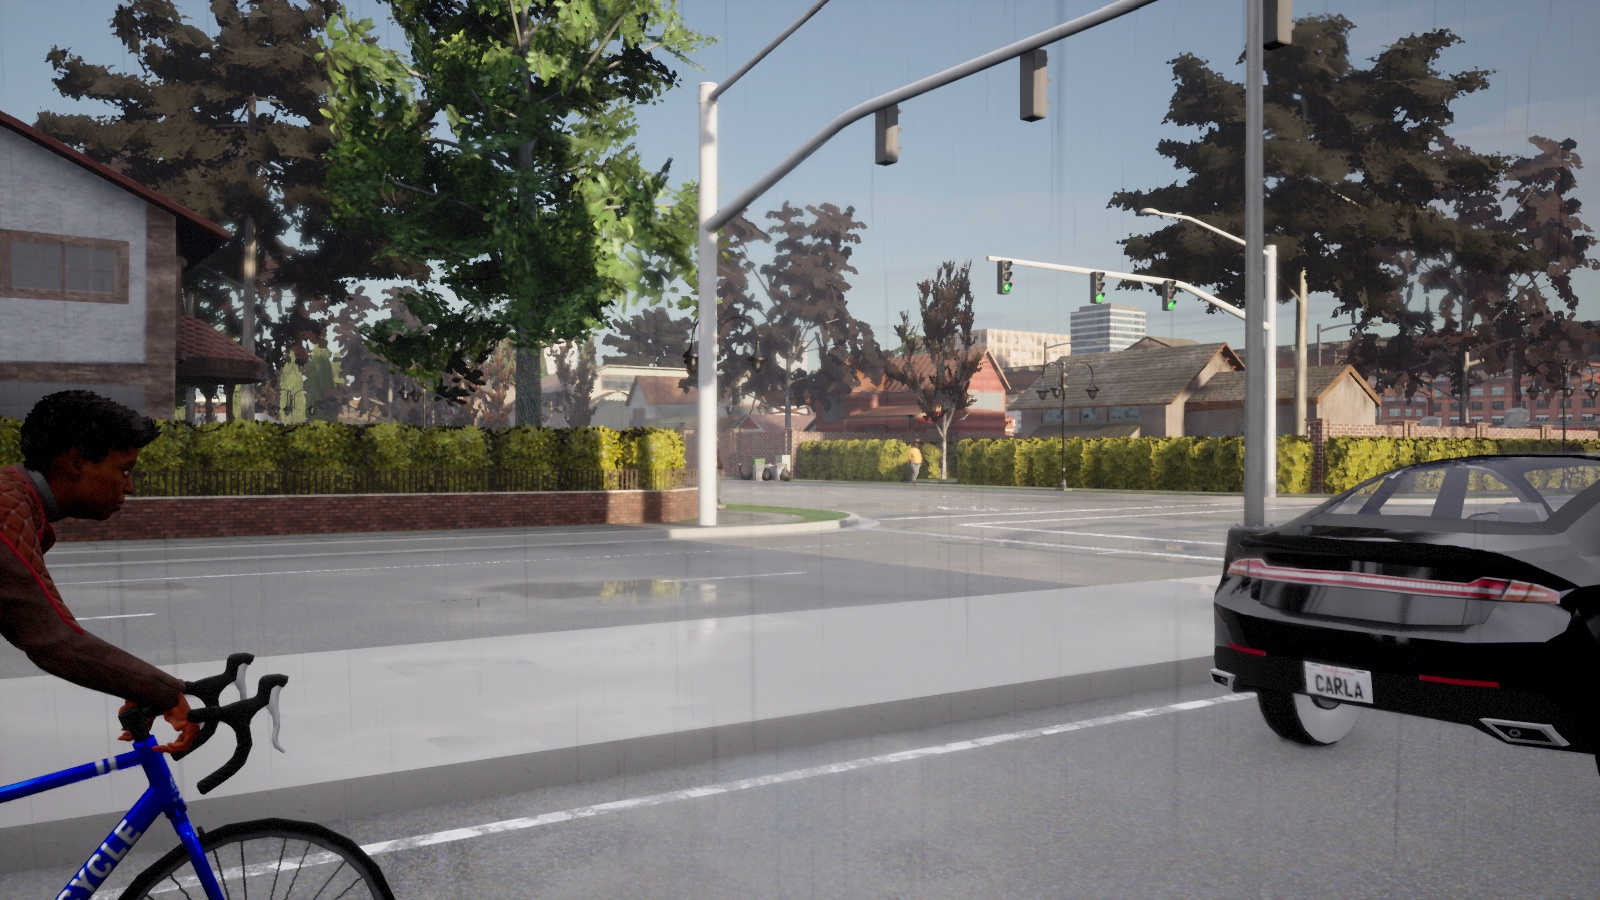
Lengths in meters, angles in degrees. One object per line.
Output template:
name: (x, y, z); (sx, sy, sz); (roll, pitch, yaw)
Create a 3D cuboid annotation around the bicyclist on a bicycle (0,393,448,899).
bicyclist on a bicycle: (-1.623, 0.707, 2.528); (1.656, 1.620, 0.582); (0, 0, -35)

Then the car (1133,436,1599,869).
car: (4.234, 0.708, 6.605); (4.902, 1.511, 2.128); (0, 0, -35)

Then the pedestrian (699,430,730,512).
pedestrian: (-1.965, 0.485, 28.858); (0.376, 1.854, 0.720); (0, 0, -39)

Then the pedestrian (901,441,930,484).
pedestrian: (4.947, 0.531, 53.949); (0.874, 1.855, 0.900); (0, 0, -34)
